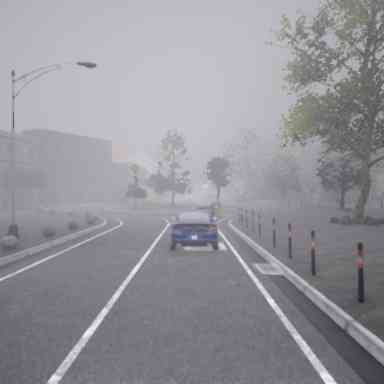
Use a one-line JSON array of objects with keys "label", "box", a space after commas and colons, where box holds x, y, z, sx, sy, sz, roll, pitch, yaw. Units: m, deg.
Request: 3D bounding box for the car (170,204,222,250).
[{"label": "car", "box": [0.090, 1.499, 14.545, 1.882, 1.535, 5.008, 0, 0, 0]}]

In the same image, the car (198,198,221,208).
[{"label": "car", "box": [1.403, 1.564, 29.237, 1.837, 1.490, 4.892, 0, 1, 13]}]
